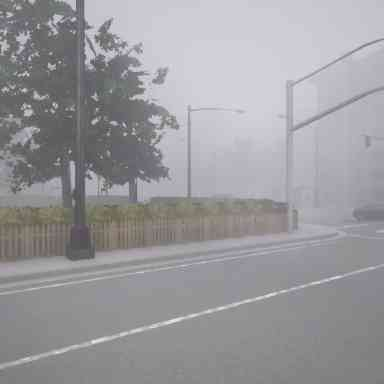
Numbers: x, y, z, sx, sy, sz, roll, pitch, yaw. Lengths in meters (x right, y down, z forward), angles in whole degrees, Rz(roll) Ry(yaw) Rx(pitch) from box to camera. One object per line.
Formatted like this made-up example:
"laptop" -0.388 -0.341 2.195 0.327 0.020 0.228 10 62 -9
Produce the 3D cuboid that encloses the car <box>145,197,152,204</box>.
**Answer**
"car" -5.607 1.477 52.117 1.882 1.535 5.008 0 0 -34

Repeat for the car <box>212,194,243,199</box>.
"car" 4.339 1.222 37.544 2.150 2.045 5.566 0 0 -35

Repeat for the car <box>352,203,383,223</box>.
"car" 13.888 1.524 23.773 1.812 1.442 4.674 0 0 -35
